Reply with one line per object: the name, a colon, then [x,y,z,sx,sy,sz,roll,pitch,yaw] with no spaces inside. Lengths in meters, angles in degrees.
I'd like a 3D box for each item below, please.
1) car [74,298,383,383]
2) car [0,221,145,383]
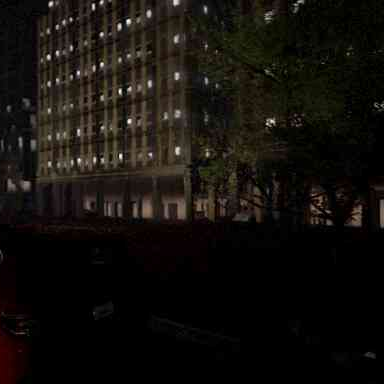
car: [1.619,1.546,1.729,4.403,1.369,2.008,-1,-1,35]
car: [-2.886,1.374,4.930,5.009,1.841,2.192,-1,-1,35]
